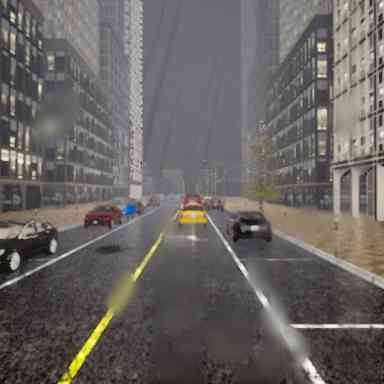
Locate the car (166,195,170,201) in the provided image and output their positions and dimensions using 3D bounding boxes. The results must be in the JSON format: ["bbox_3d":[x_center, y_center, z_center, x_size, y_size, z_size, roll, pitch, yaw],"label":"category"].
[{"bbox_3d":[-5.753,1.547,61.761,1.947,1.339,4.313,0,0,0],"label":"car"}]

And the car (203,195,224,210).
[{"bbox_3d":[2.653,1.434,38.986,1.967,1.590,4.097,0,0,0],"label":"car"}]

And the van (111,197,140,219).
[{"bbox_3d":[-5.716,1.338,27.608,1.690,1.788,3.998,0,0,0],"label":"van"}]

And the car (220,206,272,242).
[{"bbox_3d":[2.676,1.565,16.220,1.947,1.339,4.313,0,0,0],"label":"car"}]

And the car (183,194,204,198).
[{"bbox_3d":[0.059,1.216,40.332,2.150,2.045,5.566,0,0,0],"label":"car"}]

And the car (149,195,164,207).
[{"bbox_3d":[-5.741,1.428,50.376,1.967,1.590,4.097,0,0,0],"label":"car"}]

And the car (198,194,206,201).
[{"bbox_3d":[2.604,1.406,84.522,1.967,1.590,4.097,0,0,0],"label":"car"}]

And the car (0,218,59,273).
[{"bbox_3d":[-5.699,1.550,10.531,2.008,1.369,4.403,0,0,0],"label":"car"}]

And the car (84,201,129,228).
[{"bbox_3d":[-5.711,1.543,21.915,1.887,1.381,4.507,0,0,0],"label":"car"}]

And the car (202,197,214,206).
[{"bbox_3d":[2.633,1.510,56.233,1.752,1.417,4.829,0,0,0],"label":"car"}]

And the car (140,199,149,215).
[{"bbox_3d":[-5.723,1.577,33.300,1.802,1.307,4.206,0,0,0],"label":"car"}]

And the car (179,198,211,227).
[{"bbox_3d":[0.075,1.454,22.822,1.801,1.575,5.366,0,0,0],"label":"car"}]

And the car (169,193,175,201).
[{"bbox_3d":[-5.777,1.491,84.359,1.752,1.417,4.829,0,0,0],"label":"car"}]

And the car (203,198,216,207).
[{"bbox_3d":[2.639,1.570,50.371,1.802,1.307,4.206,0,0,0],"label":"car"}]

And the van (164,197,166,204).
[{"bbox_3d":[-5.746,1.325,56.069,1.690,1.788,3.998,0,0,0],"label":"van"}]
